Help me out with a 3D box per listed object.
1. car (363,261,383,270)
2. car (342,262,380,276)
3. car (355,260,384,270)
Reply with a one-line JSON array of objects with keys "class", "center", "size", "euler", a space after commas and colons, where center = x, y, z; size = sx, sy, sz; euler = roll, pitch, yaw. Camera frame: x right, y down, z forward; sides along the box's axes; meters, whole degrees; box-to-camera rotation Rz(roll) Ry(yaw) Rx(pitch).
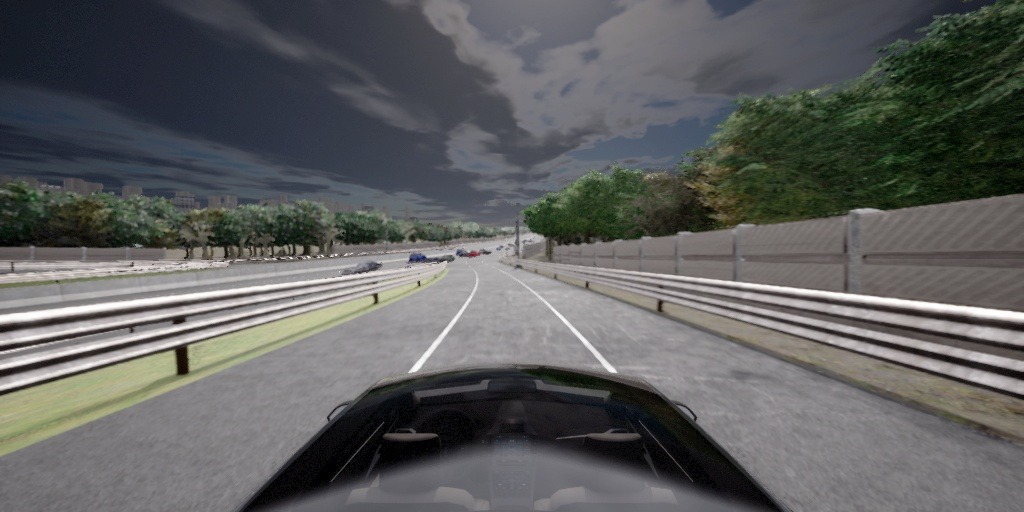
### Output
[{"class": "car", "center": [-21.275, 1.735, 52.964], "size": [2.033, 1.411, 5.357], "euler": [0, 2, 9]}, {"class": "car", "center": [-19.054, 1.981, 44.549], "size": [2.128, 1.511, 4.902], "euler": [0, 2, 9]}, {"class": "car", "center": [-23.711, 1.460, 59.813], "size": [2.033, 1.411, 5.357], "euler": [0, 3, 9]}]
